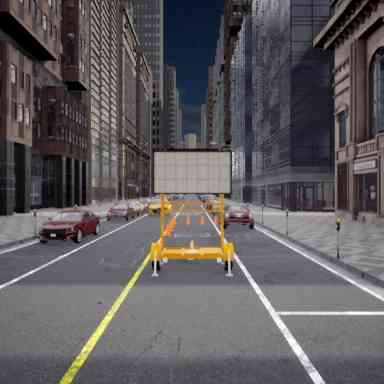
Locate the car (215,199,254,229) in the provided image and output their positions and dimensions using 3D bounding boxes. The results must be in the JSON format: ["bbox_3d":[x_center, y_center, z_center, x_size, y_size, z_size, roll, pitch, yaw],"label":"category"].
[{"bbox_3d":[2.785,1.443,21.620,1.967,1.590,4.097,0,0,0],"label":"car"}]

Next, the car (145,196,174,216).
[{"bbox_3d":[-3.070,1.483,32.369,1.882,1.535,5.008,0,0,0],"label":"car"}]

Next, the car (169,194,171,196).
[{"bbox_3d":[-5.702,1.595,66.434,1.802,1.307,4.206,0,0,0],"label":"car"}]

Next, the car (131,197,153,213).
[{"bbox_3d":[-5.726,1.447,38.425,1.967,1.590,4.097,0,0,0],"label":"car"}]

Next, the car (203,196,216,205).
[{"bbox_3d":[2.804,1.552,44.028,1.887,1.381,4.507,0,0,0],"label":"car"}]

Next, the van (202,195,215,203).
[{"bbox_3d":[2.809,1.350,49.631,1.690,1.788,3.998,0,0,0],"label":"van"}]

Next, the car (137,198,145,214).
[{"bbox_3d":[-5.731,1.531,32.654,1.752,1.417,4.829,0,0,0],"label":"car"}]

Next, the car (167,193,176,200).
[{"bbox_3d":[-5.677,1.336,94.443,2.192,1.841,5.009,0,0,0],"label":"car"}]

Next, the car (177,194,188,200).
[{"bbox_3d":[-2.922,1.512,90.202,2.128,1.511,4.902,0,0,0],"label":"car"}]

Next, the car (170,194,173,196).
[{"bbox_3d":[-5.697,1.455,72.037,1.967,1.590,4.097,0,0,0],"label":"car"}]

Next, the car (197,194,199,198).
[{"bbox_3d":[2.838,1.562,83.244,1.887,1.381,4.507,0,0,0],"label":"car"}]

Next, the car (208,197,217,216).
[{"bbox_3d":[2.794,1.530,32.994,1.752,1.417,4.829,0,0,0],"label":"car"}]

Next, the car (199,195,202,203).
[{"bbox_3d":[2.818,1.556,60.836,1.887,1.381,4.507,0,0,0],"label":"car"}]

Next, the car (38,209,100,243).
[{"bbox_3d":[-5.746,1.547,16.018,1.887,1.381,4.507,0,0,0],"label":"car"}]

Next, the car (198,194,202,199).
[{"bbox_3d":[2.823,1.453,66.437,1.967,1.590,4.097,0,0,0],"label":"car"}]

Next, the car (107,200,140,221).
[{"bbox_3d":[-5.736,1.586,27.222,1.802,1.307,4.206,0,0,0],"label":"car"}]

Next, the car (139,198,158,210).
[{"bbox_3d":[-5.722,1.552,44.027,1.887,1.381,4.507,0,0,0],"label":"car"}]

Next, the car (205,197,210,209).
[{"bbox_3d":[2.799,1.551,38.427,1.887,1.381,4.507,0,0,0],"label":"car"}]

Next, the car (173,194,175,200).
[{"bbox_3d":[-5.693,1.582,77.638,1.947,1.339,4.313,0,0,0],"label":"car"}]

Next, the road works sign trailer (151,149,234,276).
[{"bbox_3d":[0.009,0.465,10.303,2.380,3.560,2.880,0,0,0],"label":"road works sign trailer"}]
